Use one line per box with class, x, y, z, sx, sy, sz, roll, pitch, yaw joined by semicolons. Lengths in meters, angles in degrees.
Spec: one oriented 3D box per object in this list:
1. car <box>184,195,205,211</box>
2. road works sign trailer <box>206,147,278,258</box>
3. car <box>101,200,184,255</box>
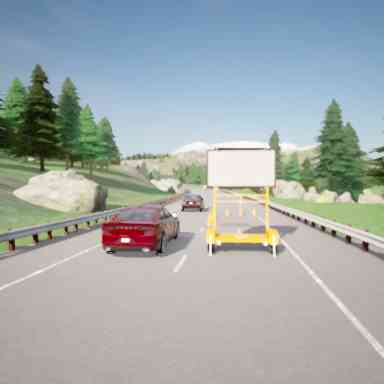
car;0.132;0.942;30.554;2.033;1.411;5.357;0;1;5
road works sign trailer;1.733;0.228;11.836;2.380;3.560;2.880;0;1;6
car;-1.683;1.232;12.309;1.882;1.535;5.008;0;1;7
